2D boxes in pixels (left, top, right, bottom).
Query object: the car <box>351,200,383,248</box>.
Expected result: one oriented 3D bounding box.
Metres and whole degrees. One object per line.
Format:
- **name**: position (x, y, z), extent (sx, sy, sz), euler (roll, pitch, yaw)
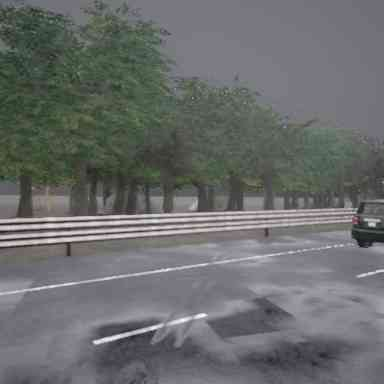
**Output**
- **car**: position (9.102, 1.364, 14.160), extent (5.566, 2.045, 2.150), euler (1, 0, -33)
